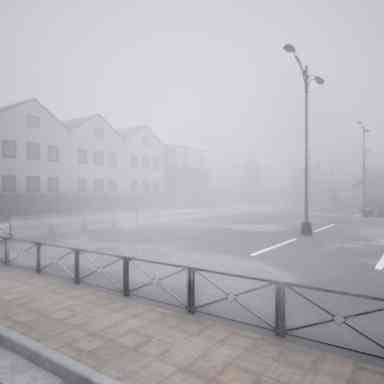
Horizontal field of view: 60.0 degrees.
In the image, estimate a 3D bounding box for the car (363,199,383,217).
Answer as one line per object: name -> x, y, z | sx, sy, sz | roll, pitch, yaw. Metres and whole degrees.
car -> 15.185, 1.296, 26.975 | 2.007, 1.523, 4.514 | 0, 0, 35
